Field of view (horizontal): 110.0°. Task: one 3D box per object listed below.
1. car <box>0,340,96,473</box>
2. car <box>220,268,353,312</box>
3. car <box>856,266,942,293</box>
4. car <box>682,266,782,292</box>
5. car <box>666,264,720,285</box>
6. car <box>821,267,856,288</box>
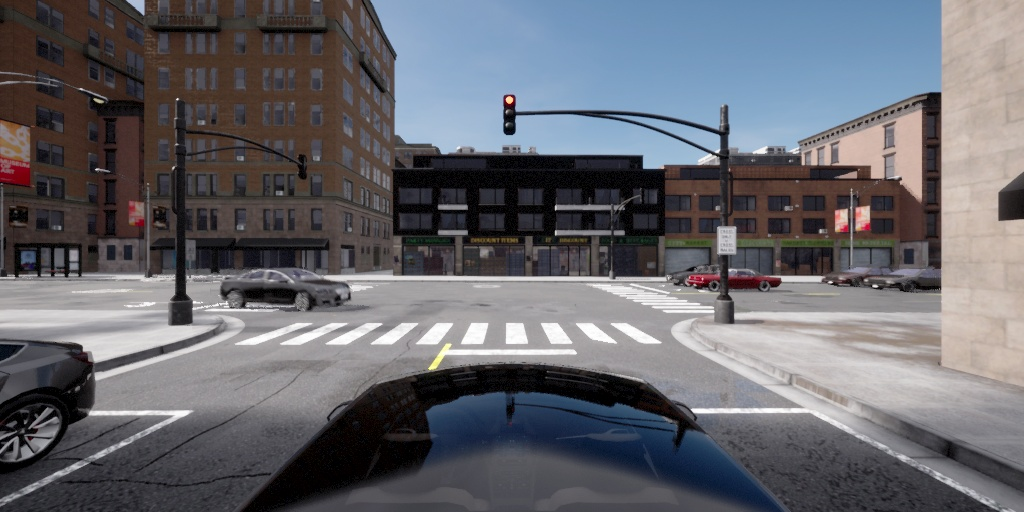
[{"bbox_3d":[-5.388,1.316,2.113,1.948,1.339,4.313,0,0,0],"label":"car"},{"bbox_3d":[-8.508,1.209,13.612,4.902,1.511,2.128,0,0,12],"label":"car"},{"bbox_3d":[24.418,1.430,21.501,5.357,1.411,2.033,0,0,-1],"label":"car"},{"bbox_3d":[13.079,1.424,21.355,4.718,1.301,1.895,0,0,-1],"label":"car"},{"bbox_3d":[13.170,1.329,24.605,4.892,1.490,1.837,0,0,-1],"label":"car"},{"bbox_3d":[24.625,1.431,24.755,5.357,1.411,2.033,0,0,-1],"label":"car"}]
